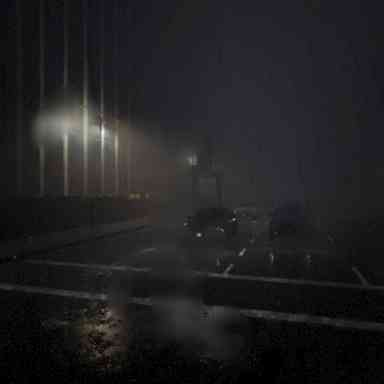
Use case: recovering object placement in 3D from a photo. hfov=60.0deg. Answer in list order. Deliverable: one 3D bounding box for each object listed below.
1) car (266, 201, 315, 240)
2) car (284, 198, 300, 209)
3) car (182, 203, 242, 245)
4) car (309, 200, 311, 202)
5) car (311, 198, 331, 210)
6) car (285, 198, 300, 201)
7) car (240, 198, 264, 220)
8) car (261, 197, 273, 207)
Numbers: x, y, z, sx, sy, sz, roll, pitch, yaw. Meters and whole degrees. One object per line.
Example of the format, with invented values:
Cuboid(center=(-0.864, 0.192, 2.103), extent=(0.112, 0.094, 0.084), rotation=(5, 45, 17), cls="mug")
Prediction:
Cuboid(center=(5.052, 1.456, 17.144), extent=(1.882, 1.535, 5.008), rotation=(0, 0, 17), cls="car")
Cuboid(center=(13.637, 1.506, 45.204), extent=(1.994, 1.385, 4.181), rotation=(0, 0, 17), cls="car")
Cuboid(center=(0.988, 1.491, 15.800), extent=(1.837, 1.490, 4.892), rotation=(0, 0, 17), cls="car")
Cuboid(center=(19.154, 1.528, 51.294), extent=(1.895, 1.301, 4.718), rotation=(0, 0, 17), cls="car")
Cuboid(center=(16.243, 1.465, 41.508), extent=(1.812, 1.442, 4.674), rotation=(0, 0, 18), cls="car")
Cuboid(center=(8.788, 1.509, 29.474), extent=(2.033, 1.411, 5.357), rotation=(0, 0, 17), cls="car")
Cuboid(center=(4.620, 1.497, 27.750), extent=(1.812, 1.442, 4.674), rotation=(0, 0, 17), cls="car")
Cuboid(center=(9.993, 1.425, 45.280), extent=(1.882, 1.535, 5.008), rotation=(0, 0, 17), cls="car")
